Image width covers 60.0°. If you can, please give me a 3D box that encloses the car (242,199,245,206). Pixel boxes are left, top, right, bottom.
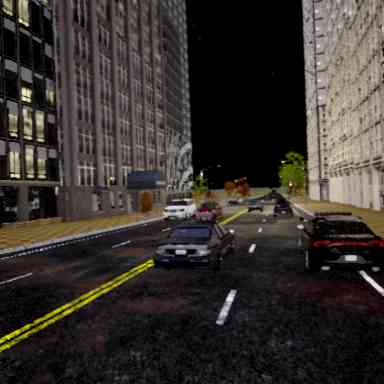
[{"bbox_3d":[11.505,2.068,69.540,2.033,1.411,5.357,-2,-1,14],"label":"car"}]

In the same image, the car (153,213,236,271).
[{"bbox_3d":[0.314,1.698,11.536,2.033,1.411,5.357,-2,-1,14],"label":"car"}]

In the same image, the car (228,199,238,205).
[{"bbox_3d":[8.996,2.234,72.862,1.895,1.301,4.718,-2,-1,14],"label":"car"}]

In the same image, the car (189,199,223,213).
[{"bbox_3d":[1.551,1.719,30.540,2.097,1.767,4.553,-2,-1,14],"label":"car"}]

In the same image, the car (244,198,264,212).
[{"bbox_3d":[8.301,1.847,43.169,2.033,1.411,5.357,-2,-1,14],"label":"car"}]

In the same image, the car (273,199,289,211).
[{"bbox_3d":[11.909,1.697,44.528,1.837,1.490,4.892,-2,-1,14],"label":"car"}]

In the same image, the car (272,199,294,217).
[{"bbox_3d":[9.090,1.645,33.249,1.837,1.490,4.892,-2,-1,15],"label":"car"}]

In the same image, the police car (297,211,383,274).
[{"bbox_3d":[4.498,1.417,10.621,1.930,1.638,5.238,-2,-1,14],"label":"police car"}]

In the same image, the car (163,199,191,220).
[{"bbox_3d":[-1.104,1.717,33.316,2.150,2.045,5.566,-2,-1,14],"label":"car"}]
